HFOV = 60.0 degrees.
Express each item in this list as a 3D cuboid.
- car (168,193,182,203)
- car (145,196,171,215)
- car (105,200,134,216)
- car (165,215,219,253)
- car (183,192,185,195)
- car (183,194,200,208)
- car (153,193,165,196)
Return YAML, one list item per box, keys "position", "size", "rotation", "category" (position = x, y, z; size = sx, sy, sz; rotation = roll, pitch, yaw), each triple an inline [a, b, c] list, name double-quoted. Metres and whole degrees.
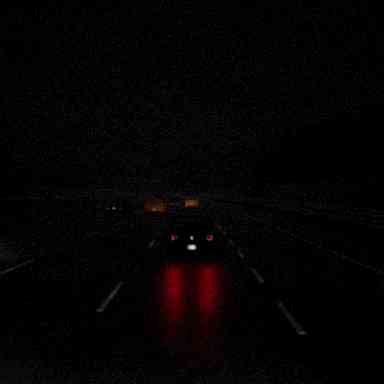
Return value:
- position: [-3.475, 1.508, 69.085]
  size: [1.895, 1.301, 4.718]
  rotation: [0, 0, 0]
  category: "car"
- position: [-3.487, 1.436, 33.108]
  size: [1.882, 1.535, 5.008]
  rotation: [0, 0, 0]
  category: "car"
- position: [-6.989, 1.507, 32.337]
  size: [2.033, 1.411, 5.357]
  rotation: [0, 0, 0]
  category: "car"
- position: [0.006, 1.592, 13.619]
  size: [1.895, 1.301, 4.718]
  rotation: [0, 0, 0]
  category: "car"
- position: [-3.470, 1.372, 85.044]
  size: [1.882, 1.535, 5.008]
  rotation: [0, 0, 0]
  category: "car"
- position: [0.017, 1.414, 45.850]
  size: [1.882, 1.535, 5.008]
  rotation: [0, 0, 0]
  category: "car"
- position: [-6.976, 1.129, 69.129]
  size: [2.150, 2.045, 5.566]
  rotation: [0, 0, 0]
  category: "car"
